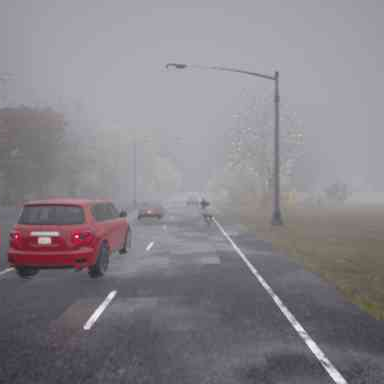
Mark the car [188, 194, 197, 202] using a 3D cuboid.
[{"bbox_3d":[0.090,1.255,74.040,2.097,1.767,4.553,0,0,0],"label":"car"}]

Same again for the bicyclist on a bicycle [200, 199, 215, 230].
[{"bbox_3d":[0.963,1.408,19.778,0.866,1.612,1.509,0,0,0],"label":"bicyclist on a bicycle"}]

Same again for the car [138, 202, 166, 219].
[{"bbox_3d":[-3.369,1.523,28.316,1.994,1.385,4.181,0,0,0],"label":"car"}]

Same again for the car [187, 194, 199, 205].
[{"bbox_3d":[0.162,1.486,56.522,1.994,1.385,4.181,0,0,0],"label":"car"}]

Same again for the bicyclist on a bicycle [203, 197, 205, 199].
[{"bbox_3d":[1.000,1.330,28.760,0.659,1.776,1.843,0,0,0],"label":"bicyclist on a bicycle"}]

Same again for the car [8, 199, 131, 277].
[{"bbox_3d":[-3.389,1.206,10.334,2.150,2.045,5.566,0,0,0],"label":"car"}]
